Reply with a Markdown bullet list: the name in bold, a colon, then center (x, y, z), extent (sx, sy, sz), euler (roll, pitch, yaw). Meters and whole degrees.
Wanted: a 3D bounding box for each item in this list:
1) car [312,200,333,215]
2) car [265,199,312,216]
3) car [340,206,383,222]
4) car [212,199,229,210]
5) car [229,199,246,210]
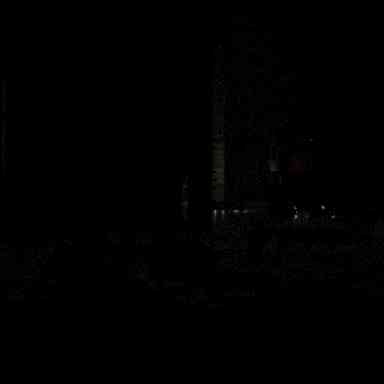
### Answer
- **car**: center (13.516, 1.640, 37.596), extent (2.097, 1.767, 4.553), euler (1, 0, -35)
- **car**: center (10.290, 1.616, 36.527), extent (2.097, 1.767, 4.553), euler (1, 0, -35)
- **car**: center (15.622, 1.869, 28.991), extent (1.895, 1.301, 4.718), euler (1, 0, -38)
- **car**: center (2.646, 1.789, 47.345), extent (1.812, 1.442, 4.674), euler (1, 0, -35)
- **car**: center (5.702, 1.765, 48.653), extent (1.882, 1.535, 5.008), euler (1, 0, -35)
